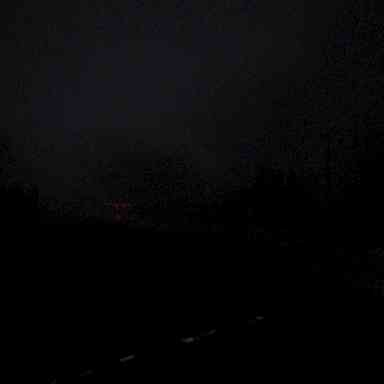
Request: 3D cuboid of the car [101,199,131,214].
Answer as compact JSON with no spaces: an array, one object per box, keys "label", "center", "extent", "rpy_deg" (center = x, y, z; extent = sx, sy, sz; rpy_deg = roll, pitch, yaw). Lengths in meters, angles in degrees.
[{"label":"car","center":[-8.697,1.535,37.850],"extent":[2.097,1.767,4.553],"rpy_deg":[1,-1,-36]}]
